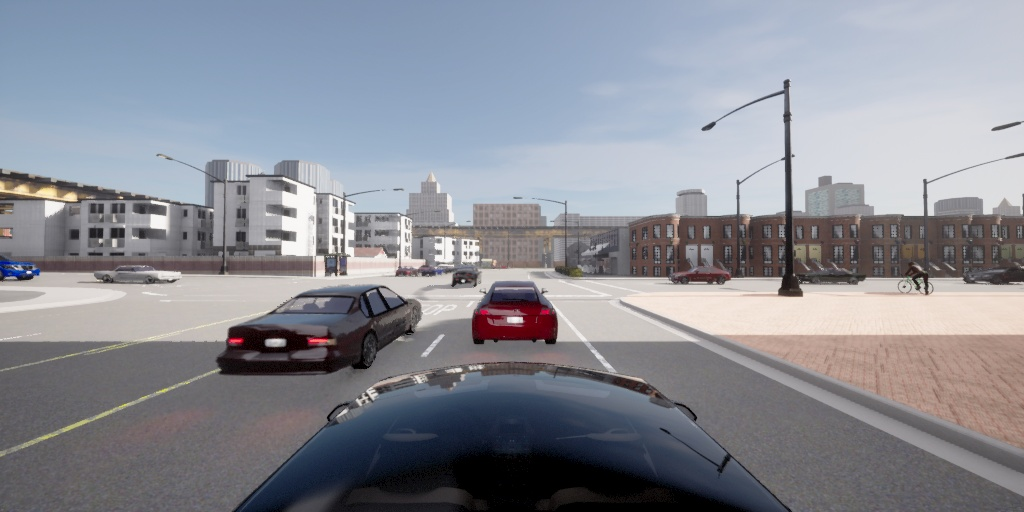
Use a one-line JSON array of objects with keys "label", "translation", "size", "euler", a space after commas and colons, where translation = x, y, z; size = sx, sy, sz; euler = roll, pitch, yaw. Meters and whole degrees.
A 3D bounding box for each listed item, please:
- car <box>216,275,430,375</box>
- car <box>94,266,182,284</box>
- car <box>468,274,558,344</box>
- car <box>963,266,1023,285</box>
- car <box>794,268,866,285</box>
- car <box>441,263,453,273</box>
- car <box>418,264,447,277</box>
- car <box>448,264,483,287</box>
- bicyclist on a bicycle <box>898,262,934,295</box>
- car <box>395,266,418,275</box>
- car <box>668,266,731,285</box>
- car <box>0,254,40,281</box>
[{"label": "car", "translation": [-3.418, 1.316, 7.676], "size": [2.033, 1.411, 5.357], "euler": [0, 0, 0]}, {"label": "car", "translation": [-27.213, 1.354, 26.232], "size": [4.718, 1.301, 1.895], "euler": [1, -1, -1]}, {"label": "car", "translation": [0.054, 1.347, 9.656], "size": [1.994, 1.385, 4.181], "euler": [0, 0, 0]}, {"label": "car", "translation": [39.220, 1.561, 28.687], "size": [4.674, 1.442, 1.812], "euler": [0, -1, 1]}, {"label": "car", "translation": [25.421, 1.642, 28.990], "size": [4.718, 1.301, 1.895], "euler": [0, -1, 1]}, {"label": "car", "translation": [-9.722, 2.172, 55.374], "size": [1.895, 1.301, 4.718], "euler": [0, -1, 4]}, {"label": "car", "translation": [-10.184, 1.989, 46.217], "size": [1.895, 1.301, 4.718], "euler": [0, -1, 3]}, {"label": "car", "translation": [-3.441, 1.553, 27.828], "size": [1.837, 1.490, 4.892], "euler": [0, -1, 0]}, {"label": "bicyclist on a bicycle", "translation": [20.347, 1.128, 18.119], "size": [0.582, 1.620, 1.656], "euler": [0, -1, 1]}, {"label": "car", "translation": [-13.671, 1.962, 46.697], "size": [1.994, 1.385, 4.181], "euler": [0, -1, 2]}, {"label": "car", "translation": [15.238, 1.572, 29.195], "size": [4.674, 1.442, 1.812], "euler": [0, -1, 1]}, {"label": "car", "translation": [-37.260, 0.721, 25.078], "size": [5.566, 2.045, 2.150], "euler": [2, -2, -13]}]
